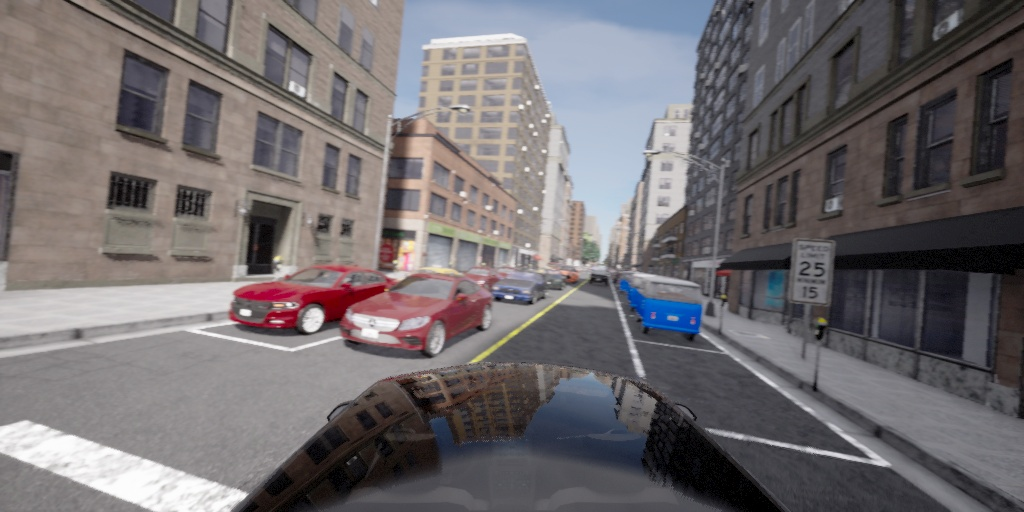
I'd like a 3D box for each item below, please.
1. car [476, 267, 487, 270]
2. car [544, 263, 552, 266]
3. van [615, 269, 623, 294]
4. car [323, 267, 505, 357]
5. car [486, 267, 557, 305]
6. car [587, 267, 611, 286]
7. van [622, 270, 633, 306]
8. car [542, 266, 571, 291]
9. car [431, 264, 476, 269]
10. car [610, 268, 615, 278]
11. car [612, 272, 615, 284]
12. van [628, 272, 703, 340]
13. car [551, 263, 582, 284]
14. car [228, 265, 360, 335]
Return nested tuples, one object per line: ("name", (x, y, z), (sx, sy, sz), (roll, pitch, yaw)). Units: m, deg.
("car", (-1.780, 1.248, 19.629), (1.802, 1.307, 4.207), (0, 0, 15))
("car", (3.729, 1.829, 40.714), (1.751, 1.417, 4.829), (0, 0, 15))
("van", (9.217, 2.094, 28.104), (1.690, 1.789, 3.998), (0, 0, 15))
("car", (-1.812, 1.130, 8.383), (1.812, 1.442, 4.674), (5, 0, 15))
("car", (0.610, 1.428, 17.655), (2.033, 1.411, 5.357), (5, 0, 15))
("car", (9.568, 2.320, 39.325), (1.882, 1.535, 5.008), (5, 0, 15))
("van", (6.443, 1.776, 17.482), (1.690, 1.789, 3.998), (0, 0, 15))
("car", (2.968, 1.714, 26.684), (1.994, 1.385, 4.181), (5, 0, 14))
("car", (-3.211, 1.033, 14.151), (1.751, 1.417, 4.829), (0, 0, 15))
("car", (13.377, 2.548, 44.037), (2.192, 1.841, 5.009), (0, 0, 15))
("car", (10.604, 2.463, 33.416), (2.007, 1.370, 4.403), (0, 0, 15))
("van", (5.056, 1.618, 12.171), (1.690, 1.789, 3.998), (0, 0, 15))
("car", (5.632, 1.806, 36.625), (2.097, 1.767, 4.553), (5, 0, 15))
("car", (-4.556, 0.895, 9.004), (1.888, 1.381, 4.507), (0, 0, 15))
